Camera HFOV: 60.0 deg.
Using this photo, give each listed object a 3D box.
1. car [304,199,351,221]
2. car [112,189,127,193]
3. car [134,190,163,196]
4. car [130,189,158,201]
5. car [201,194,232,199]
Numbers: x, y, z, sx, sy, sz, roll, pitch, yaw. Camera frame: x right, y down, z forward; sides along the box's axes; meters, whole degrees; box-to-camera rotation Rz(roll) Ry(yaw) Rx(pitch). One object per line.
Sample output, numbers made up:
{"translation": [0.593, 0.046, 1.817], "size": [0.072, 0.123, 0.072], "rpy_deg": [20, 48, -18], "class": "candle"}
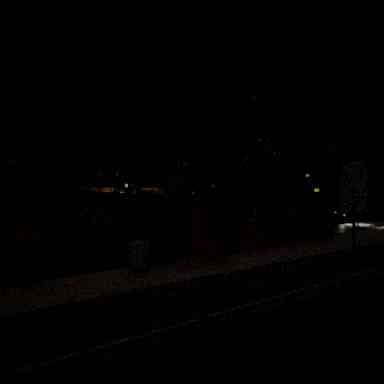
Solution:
{"translation": [8.319, 1.215, 22.322], "size": [1.994, 1.385, 4.181], "rpy_deg": [-2, 2, -36], "class": "car"}
{"translation": [-12.986, 0.257, 58.173], "size": [1.837, 1.490, 4.892], "rpy_deg": [-2, 2, -35], "class": "car"}
{"translation": [-5.007, 0.534, 41.625], "size": [2.097, 1.767, 4.553], "rpy_deg": [-2, 2, -34], "class": "car"}
{"translation": [-7.312, 0.428, 50.049], "size": [2.128, 1.511, 4.902], "rpy_deg": [-2, 2, -35], "class": "car"}
{"translation": [2.416, 0.944, 30.848], "size": [1.837, 1.490, 4.892], "rpy_deg": [-2, 2, -34], "class": "car"}
